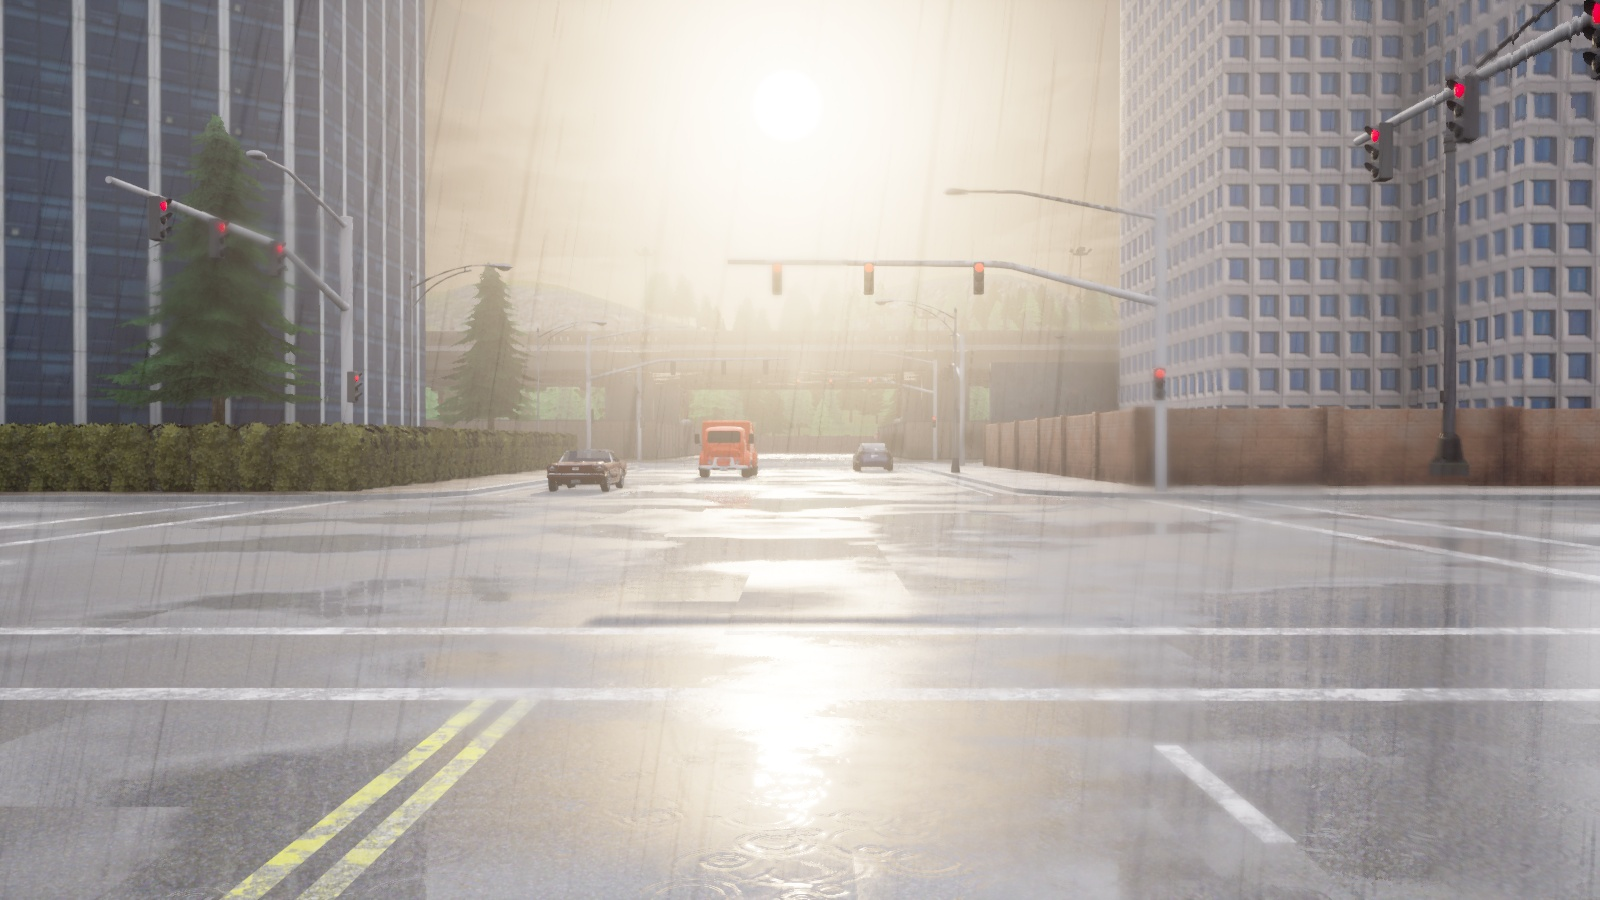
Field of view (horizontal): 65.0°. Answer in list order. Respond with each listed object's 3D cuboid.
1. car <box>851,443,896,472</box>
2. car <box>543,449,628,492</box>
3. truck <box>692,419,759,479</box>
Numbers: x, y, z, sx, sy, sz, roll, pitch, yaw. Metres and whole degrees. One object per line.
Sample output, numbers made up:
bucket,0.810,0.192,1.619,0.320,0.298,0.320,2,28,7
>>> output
car,3.876,0.370,67.134,2.163,1.488,4.792,0,0,0
car,-6.769,0.615,40.157,1.895,1.301,4.718,0,0,0
truck,-3.189,-0.054,55.006,2.627,2.467,5.204,0,0,0
